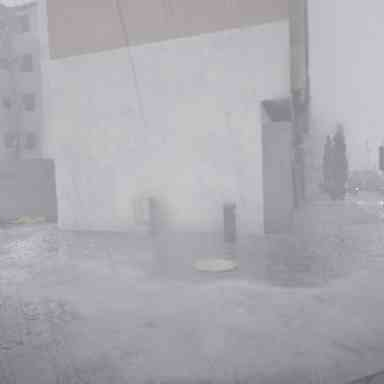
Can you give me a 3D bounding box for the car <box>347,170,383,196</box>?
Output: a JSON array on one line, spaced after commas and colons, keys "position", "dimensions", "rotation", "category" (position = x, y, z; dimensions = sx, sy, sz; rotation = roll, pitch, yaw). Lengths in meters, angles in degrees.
[{"position": [14.924, -0.868, 28.901], "dimensions": [2.150, 2.045, 5.566], "rotation": [-1, 3, 18], "category": "car"}]
